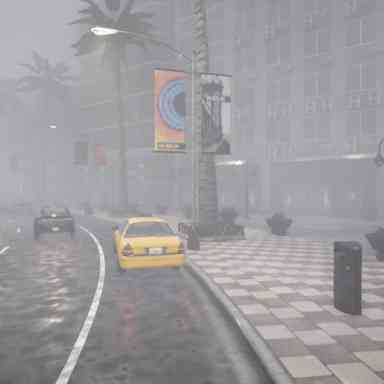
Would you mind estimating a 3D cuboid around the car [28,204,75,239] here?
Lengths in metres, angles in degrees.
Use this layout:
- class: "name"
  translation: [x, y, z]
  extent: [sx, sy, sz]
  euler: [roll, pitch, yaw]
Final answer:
- class: "car"
  translation: [-7.331, 1.487, 17.581]
  extent: [2.128, 1.511, 4.902]
  euler: [0, 0, -25]

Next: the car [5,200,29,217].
- class: "car"
  translation: [-16.601, 1.479, 31.373]
  extent: [2.128, 1.511, 4.902]
  euler: [0, 0, -44]

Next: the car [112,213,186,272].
- class: "car"
  translation: [-1.584, 1.456, 10.823]
  extent: [1.801, 1.575, 5.366]
  euler: [0, 0, -15]

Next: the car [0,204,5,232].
- class: "car"
  translation: [-10.900, 1.468, 16.924]
  extent: [1.882, 1.535, 5.008]
  euler: [0, 0, -26]
